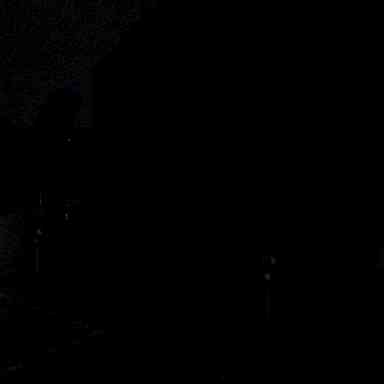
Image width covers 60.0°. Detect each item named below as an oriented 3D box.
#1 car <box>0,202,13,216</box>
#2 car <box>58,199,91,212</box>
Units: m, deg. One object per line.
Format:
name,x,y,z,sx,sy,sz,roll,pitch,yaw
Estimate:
car,-18.992,1.533,30.624,1.812,1.442,4.674,1,1,34
car,-13.168,1.496,38.724,1.812,1.442,4.674,1,1,36
